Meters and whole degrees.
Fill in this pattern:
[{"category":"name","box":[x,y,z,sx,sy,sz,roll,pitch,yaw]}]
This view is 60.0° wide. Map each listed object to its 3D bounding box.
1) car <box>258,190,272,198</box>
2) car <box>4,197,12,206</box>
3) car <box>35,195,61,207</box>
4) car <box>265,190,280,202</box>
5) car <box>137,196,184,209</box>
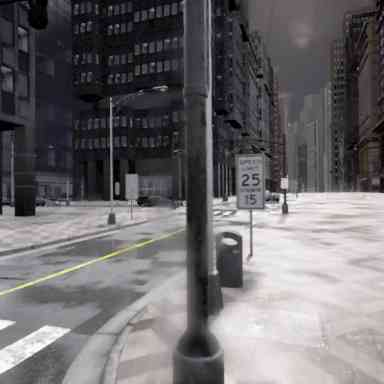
[{"category":"car","box":[14.685,0.411,66.601,2.128,1.511,4.902,-1,1,19]},{"category":"car","box":[-27.384,1.314,46.802,4.181,1.385,1.994,0,0,20]},{"category":"car","box":[-18.261,1.141,40.301,4.902,1.511,2.128,0,0,19]},{"category":"car","box":[11.594,0.765,47.604,1.895,1.301,4.718,-1,1,18]},{"category":"car","box":[-3.256,1.108,34.762,4.718,1.301,1.895,-1,0,24]}]
